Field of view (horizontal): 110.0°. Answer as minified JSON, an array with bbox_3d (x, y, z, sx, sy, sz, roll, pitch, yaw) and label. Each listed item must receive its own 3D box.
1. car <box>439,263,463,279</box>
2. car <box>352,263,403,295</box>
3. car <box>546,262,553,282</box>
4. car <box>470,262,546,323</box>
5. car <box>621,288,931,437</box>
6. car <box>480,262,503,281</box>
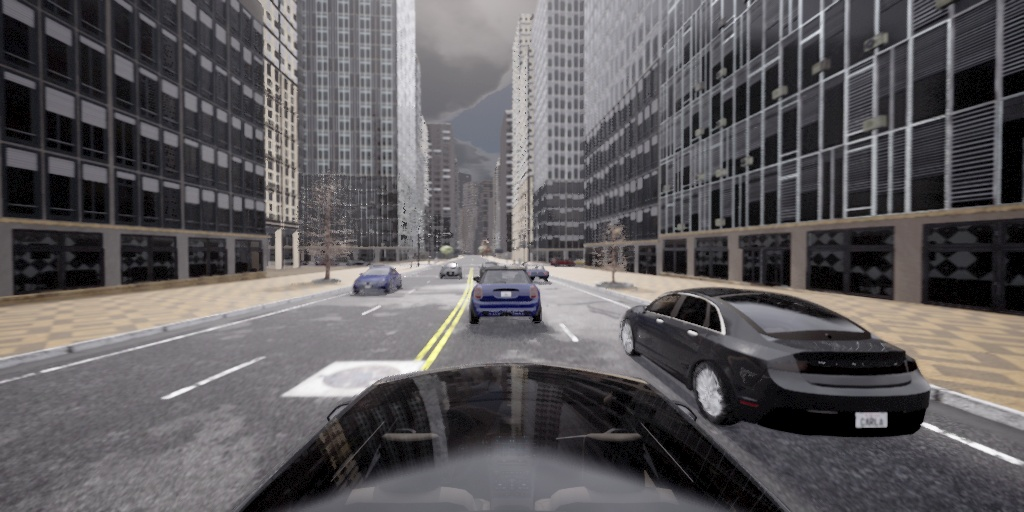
[{"bbox_3d":[-5.480,1.341,32.673,1.994,1.385,4.181,0,0,-6],"label":"car"},{"bbox_3d":[-7.512,1.307,20.505,1.812,1.442,4.674,0,0,-5],"label":"car"},{"bbox_3d":[1.650,1.352,28.837,1.895,1.301,4.718,0,0,-6],"label":"car"},{"bbox_3d":[-0.268,1.107,12.295,2.097,1.767,4.553,0,0,-3],"label":"car"},{"bbox_3d":[3.234,1.250,5.692,1.837,1.490,4.892,0,0,-1],"label":"car"},{"bbox_3d":[-1.849,1.269,30.965,1.837,1.490,4.892,0,0,-6],"label":"car"}]
